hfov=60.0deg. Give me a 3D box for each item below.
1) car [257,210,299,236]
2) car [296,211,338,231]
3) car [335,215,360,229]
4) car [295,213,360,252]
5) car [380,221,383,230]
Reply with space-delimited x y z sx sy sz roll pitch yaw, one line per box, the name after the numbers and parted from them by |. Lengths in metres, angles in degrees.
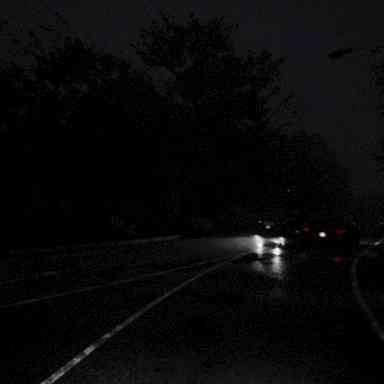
5.790 1.872 21.167 2.128 1.511 4.902 1 -2 35 | car
10.714 2.458 28.172 2.033 1.411 5.357 1 -4 35 | car
18.255 3.556 38.941 1.812 1.442 4.674 1 -4 35 | car
6.463 1.804 15.361 1.994 1.385 4.181 1 -2 33 | car
25.953 4.381 43.715 1.994 1.385 4.181 1 -5 35 | car
